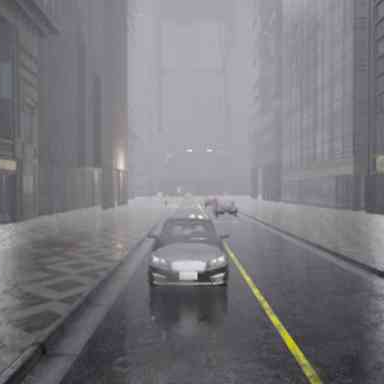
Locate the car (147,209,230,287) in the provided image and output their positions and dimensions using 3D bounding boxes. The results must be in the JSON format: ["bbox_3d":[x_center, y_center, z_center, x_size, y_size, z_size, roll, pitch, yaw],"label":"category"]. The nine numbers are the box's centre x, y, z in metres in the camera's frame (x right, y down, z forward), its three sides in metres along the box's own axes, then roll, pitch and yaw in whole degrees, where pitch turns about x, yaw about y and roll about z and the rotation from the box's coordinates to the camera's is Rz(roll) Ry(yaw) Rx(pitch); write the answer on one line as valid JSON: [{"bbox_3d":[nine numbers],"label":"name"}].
[{"bbox_3d":[-0.095,1.441,9.274,2.128,1.511,4.902,0,0,-1],"label":"car"}]

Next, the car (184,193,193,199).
[{"bbox_3d":[-0.786,0.918,82.577,2.097,1.767,4.553,0,0,-1],"label":"car"}]

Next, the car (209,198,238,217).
[{"bbox_3d":[2.789,1.448,29.200,1.895,1.301,4.718,0,0,0],"label":"car"}]

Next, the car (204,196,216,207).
[{"bbox_3d":[2.643,1.288,45.475,1.812,1.442,4.674,0,0,-1],"label":"car"}]
